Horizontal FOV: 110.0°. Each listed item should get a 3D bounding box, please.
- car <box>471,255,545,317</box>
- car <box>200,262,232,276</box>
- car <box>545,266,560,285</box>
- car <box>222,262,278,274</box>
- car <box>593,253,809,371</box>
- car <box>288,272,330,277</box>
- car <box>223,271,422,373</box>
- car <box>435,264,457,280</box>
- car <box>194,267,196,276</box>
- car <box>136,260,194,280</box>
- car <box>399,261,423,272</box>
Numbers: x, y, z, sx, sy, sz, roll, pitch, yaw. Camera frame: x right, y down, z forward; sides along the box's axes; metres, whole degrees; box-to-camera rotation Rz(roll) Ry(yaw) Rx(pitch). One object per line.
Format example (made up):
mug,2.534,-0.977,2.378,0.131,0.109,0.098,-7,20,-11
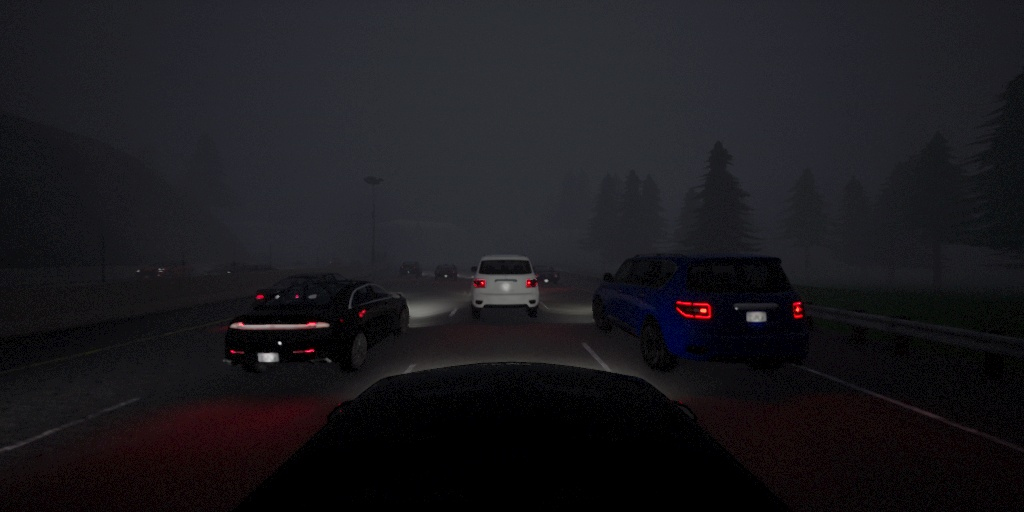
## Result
car,-0.339,0.979,13.314,2.150,2.045,5.566,0,0,-3
car,-23.470,1.304,30.255,2.128,1.511,4.902,0,0,-9
car,2.035,1.361,26.092,1.895,1.301,4.718,0,0,-7
car,-19.522,1.367,27.448,1.994,1.385,4.181,0,0,-8
car,3.422,0.969,7.832,2.150,2.045,5.566,0,0,-2
car,-7.346,1.319,13.593,2.033,1.411,5.357,0,0,-4
car,-3.594,1.252,7.601,2.128,1.511,4.902,0,0,-2
car,-5.838,1.380,32.057,1.895,1.301,4.718,0,0,-9
car,-27.752,1.349,34.576,1.812,1.442,4.674,0,0,-10
car,-30.881,1.179,32.143,2.097,1.767,4.553,0,0,-10
car,-9.959,1.281,35.500,2.128,1.511,4.902,0,0,-10
